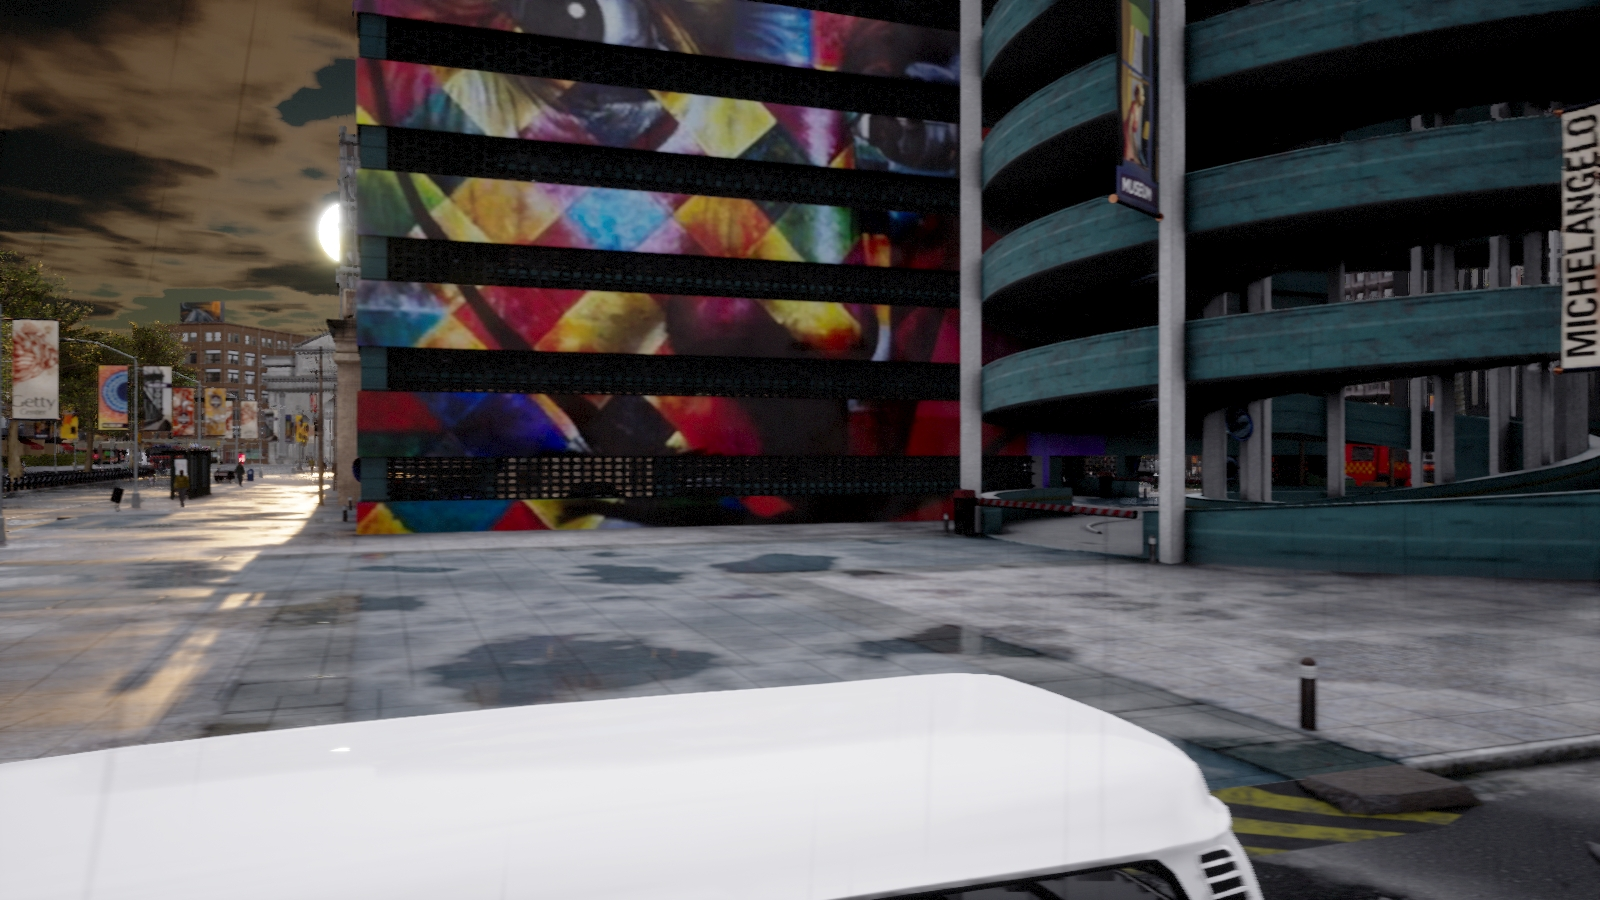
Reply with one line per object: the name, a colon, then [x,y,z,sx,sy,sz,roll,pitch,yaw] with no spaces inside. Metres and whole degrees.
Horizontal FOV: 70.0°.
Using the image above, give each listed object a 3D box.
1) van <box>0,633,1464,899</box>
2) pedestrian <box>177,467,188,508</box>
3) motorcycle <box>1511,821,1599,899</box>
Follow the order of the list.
van: [-0.829,1.782,3.024,4.480,2.038,2.069,0,0,-20]
pedestrian: [-28.133,1.698,52.041,0.375,1.860,0.375,0,0,-19]
motorcycle: [4.121,2.211,4.835,2.033,1.145,0.803,0,0,-20]
